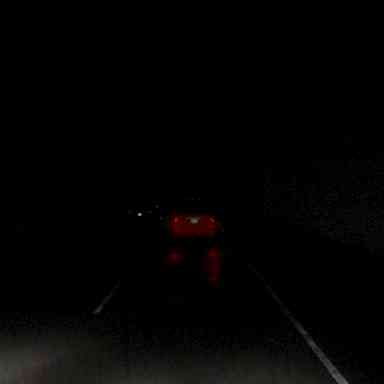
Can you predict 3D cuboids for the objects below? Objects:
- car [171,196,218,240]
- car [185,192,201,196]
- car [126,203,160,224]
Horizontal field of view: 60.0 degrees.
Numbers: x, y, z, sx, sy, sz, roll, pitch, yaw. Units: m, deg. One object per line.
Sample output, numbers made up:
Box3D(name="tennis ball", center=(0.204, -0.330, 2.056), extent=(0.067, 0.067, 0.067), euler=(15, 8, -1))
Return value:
Box3D(name="car", center=(0.102, 1.264, 16.467), extent=(2.097, 1.767, 4.553), euler=(0, 0, 0))
Box3D(name="car", center=(0.083, 1.015, 38.824), extent=(2.150, 2.045, 5.566), euler=(0, 0, 0))
Box3D(name="car", center=(-3.397, 1.438, 23.661), extent=(1.994, 1.385, 4.181), euler=(0, 0, 0))
